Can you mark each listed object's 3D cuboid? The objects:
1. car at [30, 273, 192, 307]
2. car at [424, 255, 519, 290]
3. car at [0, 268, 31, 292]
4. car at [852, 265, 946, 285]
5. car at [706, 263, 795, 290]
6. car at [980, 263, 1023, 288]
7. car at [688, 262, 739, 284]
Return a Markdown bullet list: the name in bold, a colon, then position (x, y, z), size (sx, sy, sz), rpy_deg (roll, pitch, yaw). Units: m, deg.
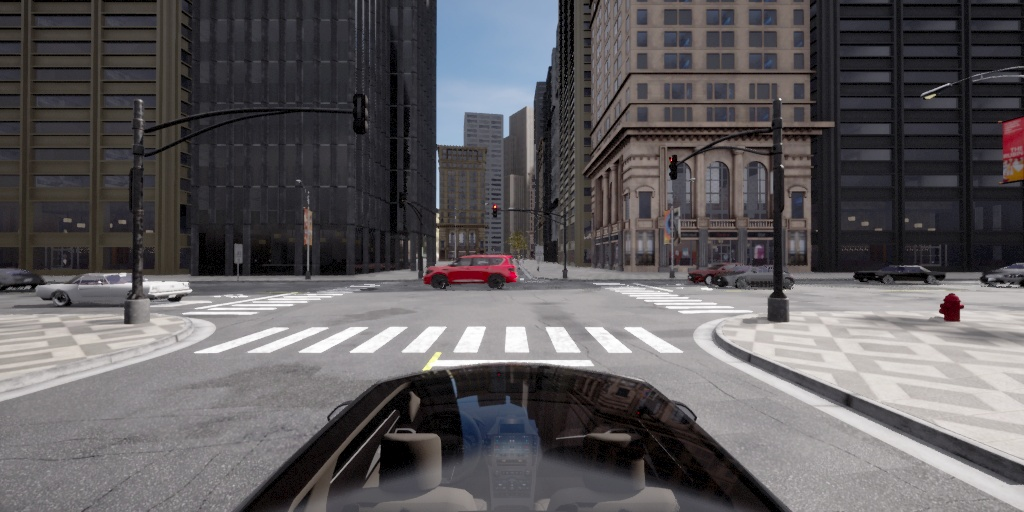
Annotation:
- **car**: position (-16.379, 1.366, 14.963), size (4.718, 1.301, 1.895), rpy_deg (0, 0, 0)
- **car**: position (-2.437, 0.970, 21.678), size (5.566, 2.045, 2.150), rpy_deg (0, 0, 0)
- **car**: position (-31.213, 1.437, 21.645), size (4.181, 1.385, 1.994), rpy_deg (0, 0, 0)
- **car**: position (26.815, 1.309, 24.965), size (4.718, 1.301, 1.895), rpy_deg (0, 0, 0)
- **car**: position (14.532, 1.277, 21.699), size (4.181, 1.385, 1.994), rpy_deg (0, 0, 0)
- **car**: position (31.549, 1.164, 21.716), size (4.902, 1.511, 2.128), rpy_deg (0, 0, 0)
- **car**: position (14.899, 1.215, 24.955), size (5.008, 1.535, 1.882), rpy_deg (0, 0, 0)
